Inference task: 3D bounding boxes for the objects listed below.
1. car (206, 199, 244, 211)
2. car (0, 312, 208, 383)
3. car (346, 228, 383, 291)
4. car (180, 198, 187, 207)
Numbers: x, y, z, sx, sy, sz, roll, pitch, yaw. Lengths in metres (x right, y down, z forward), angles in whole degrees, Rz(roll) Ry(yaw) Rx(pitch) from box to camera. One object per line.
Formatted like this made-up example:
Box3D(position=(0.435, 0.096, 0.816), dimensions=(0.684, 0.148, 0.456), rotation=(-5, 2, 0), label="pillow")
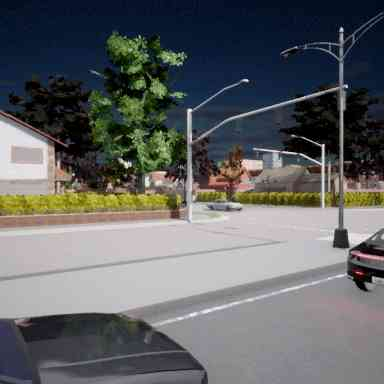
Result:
Box3D(position=(3.794, 1.510, 38.462), dimensions=(1.895, 1.301, 4.718), rotation=(0, 0, -36), label="car")
Box3D(position=(-2.393, 1.543, 2.038), dimensions=(5.357, 1.411, 2.033), rotation=(0, 0, -36), label="car")
Box3D(position=(5.547, 1.476, 7.691), dimensions=(4.902, 1.511, 2.128), rotation=(0, 0, -35), label="car")
Box3D(position=(-2.092, 1.488, 46.631), dimensions=(1.895, 1.301, 4.718), rotation=(0, 0, -36), label="car")
